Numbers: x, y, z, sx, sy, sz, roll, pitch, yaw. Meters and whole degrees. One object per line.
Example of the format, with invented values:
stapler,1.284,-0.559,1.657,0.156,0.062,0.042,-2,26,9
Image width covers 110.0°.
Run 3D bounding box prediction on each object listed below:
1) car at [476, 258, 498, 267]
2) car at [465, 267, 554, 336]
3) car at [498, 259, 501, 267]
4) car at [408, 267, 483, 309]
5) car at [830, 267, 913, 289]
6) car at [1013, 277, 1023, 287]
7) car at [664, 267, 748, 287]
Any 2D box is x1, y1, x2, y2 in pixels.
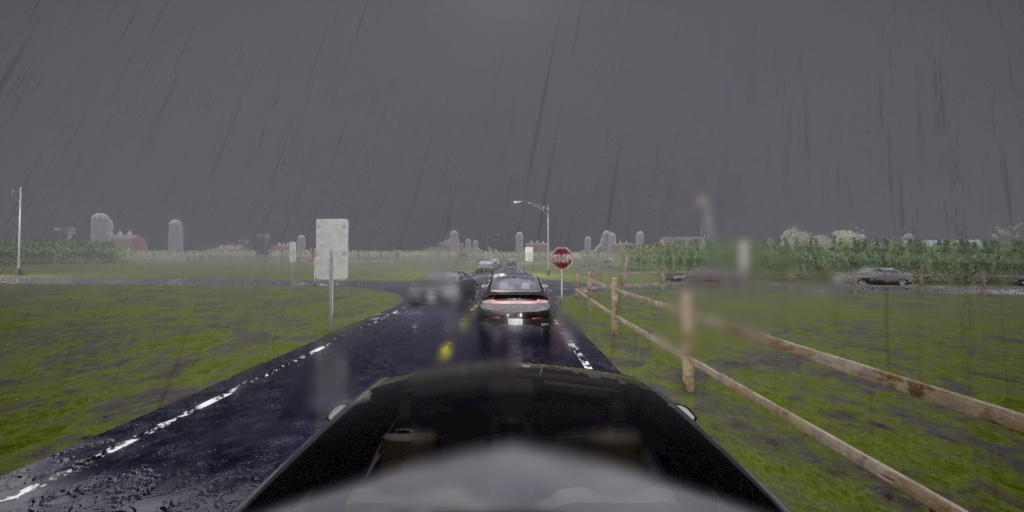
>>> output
car,-2.959,1.214,40.886,1.882,1.535,5.008,0,0,0
car,0.079,1.242,10.356,2.128,1.511,4.902,0,0,0
car,-2.981,1.292,49.863,1.994,1.385,4.181,0,0,0
car,-2.681,1.316,14.834,1.994,1.385,4.181,0,0,7
car,26.153,1.581,26.168,4.902,1.511,2.128,1,-1,0
car,39.828,1.763,26.135,4.892,1.490,1.837,1,-1,0
car,14.093,1.494,26.174,5.357,1.411,2.033,1,-1,0
